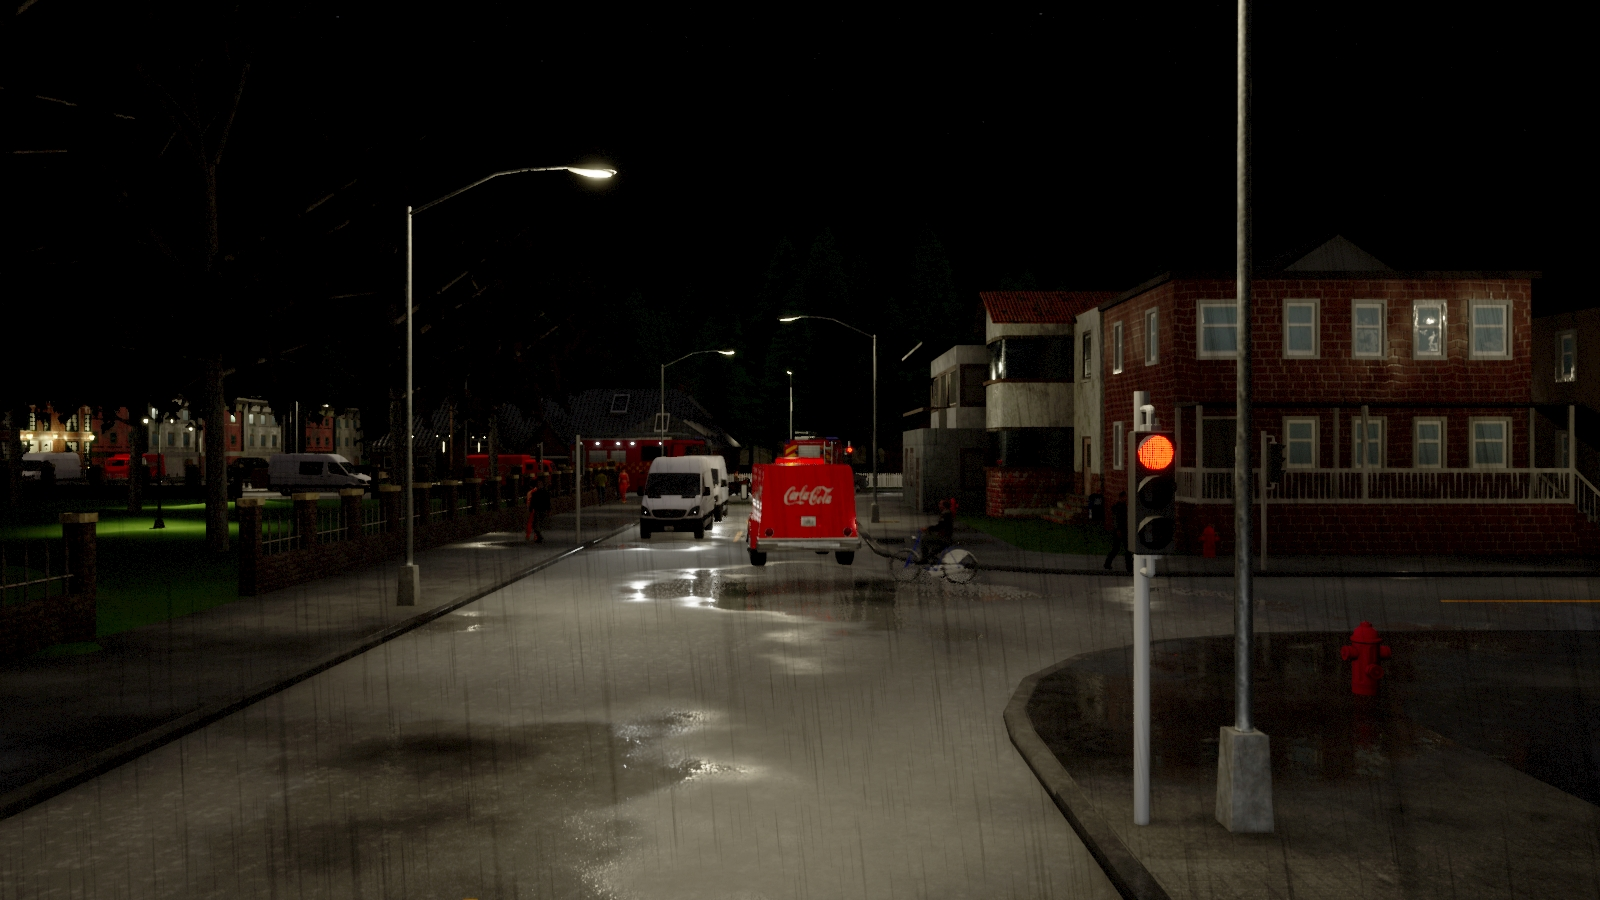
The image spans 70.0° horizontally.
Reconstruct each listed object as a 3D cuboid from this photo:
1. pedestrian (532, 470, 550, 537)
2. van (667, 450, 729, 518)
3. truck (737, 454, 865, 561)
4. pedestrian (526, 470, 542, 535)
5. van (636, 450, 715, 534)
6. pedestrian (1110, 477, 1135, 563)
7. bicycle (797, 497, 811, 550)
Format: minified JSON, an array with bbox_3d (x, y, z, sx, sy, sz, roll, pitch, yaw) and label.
[{"bbox_3d":[-7.313,1.511,32.248,0.375,1.860,0.375,0,0,-33],"label":"pedestrian"},{"bbox_3d":[-4.031,1.295,46.096,1.988,2.561,5.915,0,0,0],"label":"van"},{"bbox_3d":[-0.107,1.332,28.943,2.627,2.467,5.204,0,0,-7],"label":"truck"},{"bbox_3d":[-7.715,1.510,33.101,0.375,1.860,0.375,0,0,-27],"label":"pedestrian"},{"bbox_3d":[-4.014,1.299,37.808,1.988,2.561,5.915,0,0,0],"label":"van"},{"bbox_3d":[7.132,1.534,25.236,0.375,1.860,0.375,0,0,-33],"label":"pedestrian"},{"bbox_3d":[0.094,1.927,30.359,0.329,1.271,1.835,0,0,-1],"label":"bicycle"}]
